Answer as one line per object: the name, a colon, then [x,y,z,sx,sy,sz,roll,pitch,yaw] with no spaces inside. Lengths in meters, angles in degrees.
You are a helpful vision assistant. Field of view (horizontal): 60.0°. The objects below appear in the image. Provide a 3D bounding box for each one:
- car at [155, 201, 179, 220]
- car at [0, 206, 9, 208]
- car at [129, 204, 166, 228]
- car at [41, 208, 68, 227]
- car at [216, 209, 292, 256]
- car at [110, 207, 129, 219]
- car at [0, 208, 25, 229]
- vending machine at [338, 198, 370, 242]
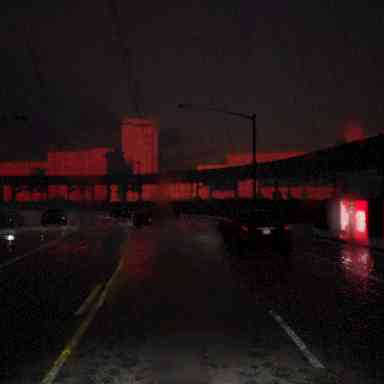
car: [-3.104,2.022,36.496,2.150,2.045,5.566,0,-2,-20]
car: [-35.521,3.460,62.832,5.008,1.535,1.882,-2,-2,33]
car: [-3.611,1.975,26.301,1.882,1.535,5.008,0,-2,-15]
car: [-11.811,2.123,28.832,1.882,1.535,5.008,0,-2,-18]
car: [2.406,1.485,13.997,2.097,1.767,4.553,0,-1,-7]
car: [-9.108,2.586,41.904,1.994,1.385,4.181,0,-2,-24]
car: [-14.641,2.188,26.244,1.895,1.301,4.718,0,-2,-17]
vending machine: [8.062,1.357,16.577,1.100,2.100,0.880,1,-1,-9]
